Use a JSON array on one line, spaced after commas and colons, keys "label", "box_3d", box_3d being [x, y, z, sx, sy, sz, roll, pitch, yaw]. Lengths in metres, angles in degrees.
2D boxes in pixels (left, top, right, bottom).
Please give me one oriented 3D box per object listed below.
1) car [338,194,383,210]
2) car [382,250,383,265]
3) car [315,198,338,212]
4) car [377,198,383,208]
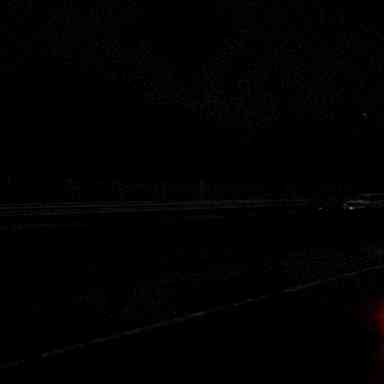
[{"label": "car", "box_3d": [17.339, 1.175, 32.953, 5.566, 2.045, 2.150, 0, 0, -34]}, {"label": "car", "box_3d": [7.027, 1.589, 8.683, 4.718, 1.301, 1.895, 0, 0, -35]}, {"label": "car", "box_3d": [15.276, 1.457, 35.777, 4.892, 1.490, 1.837, 0, 0, -34]}, {"label": "car", "box_3d": [19.072, 1.463, 29.896, 4.892, 1.490, 1.837, 0, 0, -34]}]
